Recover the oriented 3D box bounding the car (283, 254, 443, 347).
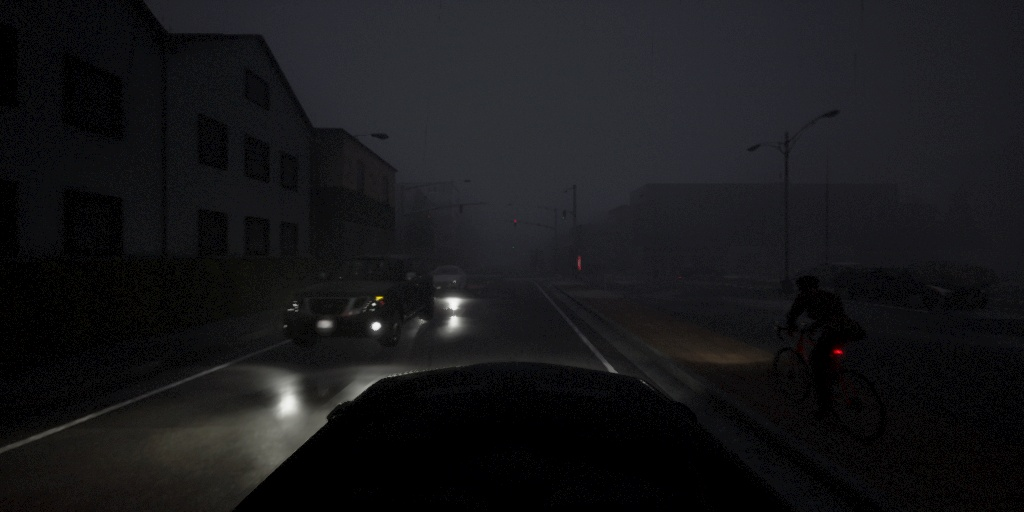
[{"bbox_3d":[-3.600,0.972,9.713,2.150,2.045,5.566,0,0,0],"label":"car"}]

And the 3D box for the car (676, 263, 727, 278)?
[{"bbox_3d":[18.879,1.413,35.768,4.674,1.442,1.812,0,0,0],"label":"car"}]

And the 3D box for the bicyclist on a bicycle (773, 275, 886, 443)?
[{"bbox_3d":[3.494,1.047,4.092,0.582,1.620,1.656,0,-1,6],"label":"bicyclist on a bicycle"}]

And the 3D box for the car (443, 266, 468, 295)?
[{"bbox_3d":[-3.584,1.271,20.034,1.812,1.442,4.674,0,0,0],"label":"car"}]
